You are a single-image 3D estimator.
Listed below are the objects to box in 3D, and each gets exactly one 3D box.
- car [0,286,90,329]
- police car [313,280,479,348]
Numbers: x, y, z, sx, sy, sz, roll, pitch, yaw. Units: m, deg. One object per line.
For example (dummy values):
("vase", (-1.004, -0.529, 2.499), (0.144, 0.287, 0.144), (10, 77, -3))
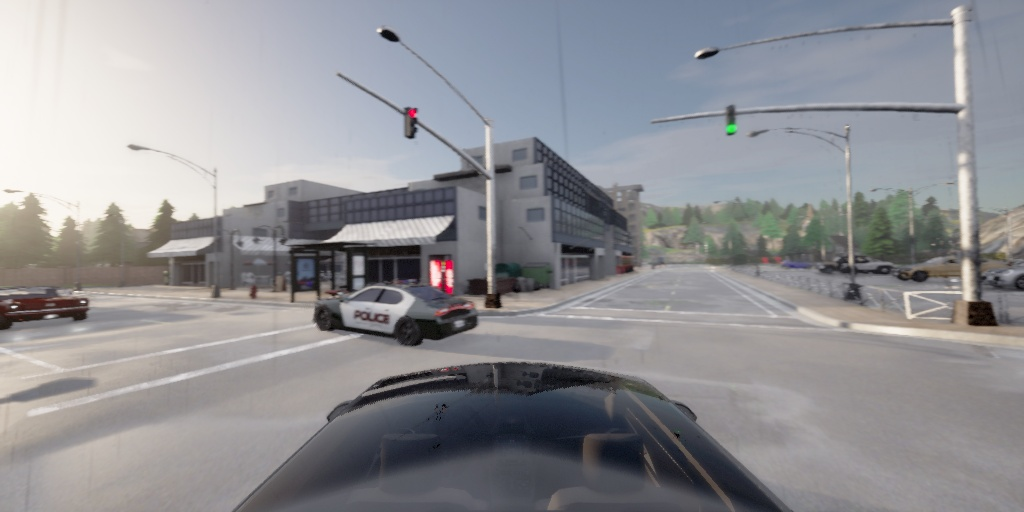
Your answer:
("car", (-17.390, 1.757, 12.954), (4.718, 1.301, 1.895), (-2, -1, 26))
("police car", (-3.466, 1.473, 10.135), (4.974, 1.542, 2.038), (2, 0, 26))
